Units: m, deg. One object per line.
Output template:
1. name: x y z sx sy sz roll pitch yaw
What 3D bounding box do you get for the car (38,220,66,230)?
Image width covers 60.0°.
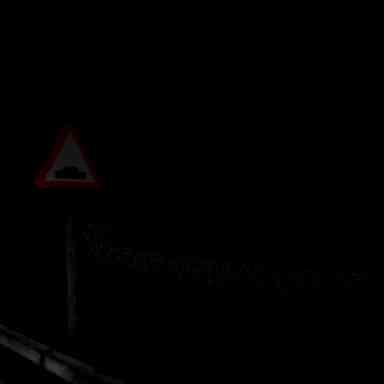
1. car: -23.755 6.036 58.058 1.895 1.301 4.718 -2 -7 26

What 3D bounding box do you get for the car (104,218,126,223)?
1. car: -17.039 7.150 71.959 2.150 2.045 5.566 -2 -7 25

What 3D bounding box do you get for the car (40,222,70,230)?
1. car: -26.495 6.553 64.389 4.892 1.521 2.231 -1 -6 6

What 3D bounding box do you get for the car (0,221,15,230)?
1. car: -31.779 5.423 53.565 4.674 1.452 2.002 -1 -7 6

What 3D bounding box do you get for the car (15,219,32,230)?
1. car: -30.642 5.675 56.292 5.366 1.575 1.946 -1 -6 6

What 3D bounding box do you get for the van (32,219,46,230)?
1. van: -29.022 5.742 58.996 4.442 1.987 1.878 -1 -7 6
